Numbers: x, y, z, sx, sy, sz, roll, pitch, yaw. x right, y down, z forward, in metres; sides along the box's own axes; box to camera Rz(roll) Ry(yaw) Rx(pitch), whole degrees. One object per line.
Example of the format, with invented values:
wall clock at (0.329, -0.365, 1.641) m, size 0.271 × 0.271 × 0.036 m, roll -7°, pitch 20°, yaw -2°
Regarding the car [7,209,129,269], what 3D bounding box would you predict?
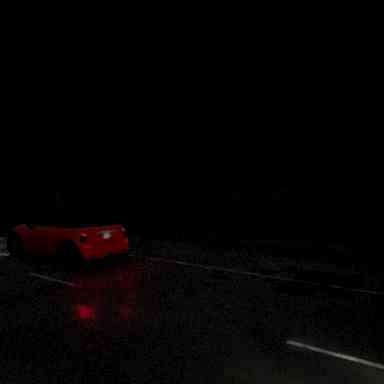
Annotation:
car at (-4.330, 1.366, 11.377) m, size 4.553 × 1.767 × 2.097 m, roll 0°, pitch 0°, yaw 35°
